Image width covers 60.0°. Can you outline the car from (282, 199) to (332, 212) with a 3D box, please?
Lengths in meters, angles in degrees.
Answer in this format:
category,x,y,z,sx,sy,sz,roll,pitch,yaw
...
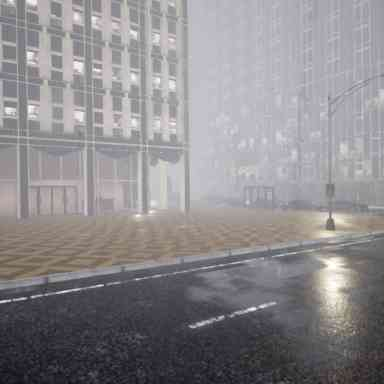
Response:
category,x,y,z,sx,sy,sz,roll,pitch,yaw
car,12.480,1.436,36.328,1.947,1.339,4.313,0,1,-34

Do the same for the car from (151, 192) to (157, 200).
category,x,y,z,sx,sy,sz,roll,pitch,yaw
car,-9.804,1.053,69.286,2.008,1.369,4.403,0,1,-34

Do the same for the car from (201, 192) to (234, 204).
category,x,y,z,sx,sy,sz,roll,pitch,yaw
car,4.064,1.161,53.534,1.837,1.490,4.892,-1,1,-34

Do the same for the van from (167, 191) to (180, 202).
category,x,y,z,sx,sy,sz,roll,pitch,yaw
van,-3.406,0.950,59.888,1.690,1.788,3.998,0,1,-34

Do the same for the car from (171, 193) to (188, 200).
category,x,y,z,sx,sy,sz,roll,pitch,yaw
car,-2.876,0.953,74.002,1.802,1.307,4.206,0,1,-34

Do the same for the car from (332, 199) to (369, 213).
category,x,y,z,sx,sy,sz,roll,pitch,yaw
car,16.427,1.419,35.348,1.994,1.385,4.181,-1,1,-34

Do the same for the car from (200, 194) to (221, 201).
category,x,y,z,sx,sy,sz,roll,pitch,yaw
car,3.521,1.060,64.605,1.802,1.307,4.206,0,1,-34

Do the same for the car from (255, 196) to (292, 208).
category,x,y,z,sx,sy,sz,roll,pitch,yaw
car,10.684,1.289,43.780,1.812,1.442,4.674,-1,1,-34

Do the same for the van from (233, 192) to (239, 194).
category,x,y,z,sx,sy,sz,roll,pitch,yaw
van,6.719,0.872,59.904,1.690,1.788,3.998,0,1,-34

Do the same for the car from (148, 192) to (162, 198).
category,x,y,z,sx,sy,sz,roll,pitch,yaw
car,-9.274,0.703,83.396,1.967,1.590,4.097,0,1,-34

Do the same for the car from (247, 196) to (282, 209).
category,x,y,z,sx,sy,sz,roll,pitch,yaw
car,9.295,1.400,41.038,1.802,1.307,4.206,0,1,-34

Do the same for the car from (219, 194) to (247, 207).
category,x,y,z,sx,sy,sz,roll,pitch,yaw
car,6.145,1.332,45.768,1.947,1.339,4.313,0,1,-34
